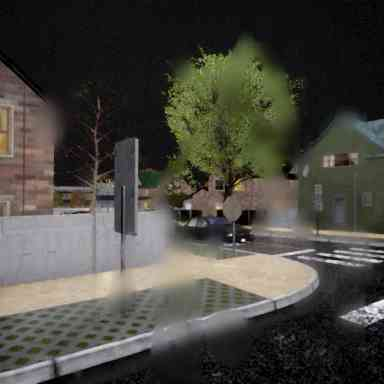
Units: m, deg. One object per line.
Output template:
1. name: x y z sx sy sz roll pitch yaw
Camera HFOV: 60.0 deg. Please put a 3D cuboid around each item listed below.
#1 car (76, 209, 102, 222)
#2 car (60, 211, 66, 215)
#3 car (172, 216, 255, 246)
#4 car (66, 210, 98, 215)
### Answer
1. car: -13.765 3.119 44.103 1.882 1.535 5.008 1 -3 -35
2. car: -19.604 3.640 52.316 1.895 1.301 4.718 1 -3 -35
3. car: 0.948 2.029 18.148 2.033 1.411 5.357 1 -2 -34
4. car: -12.070 2.846 36.689 1.837 1.490 4.892 1 -2 -35
